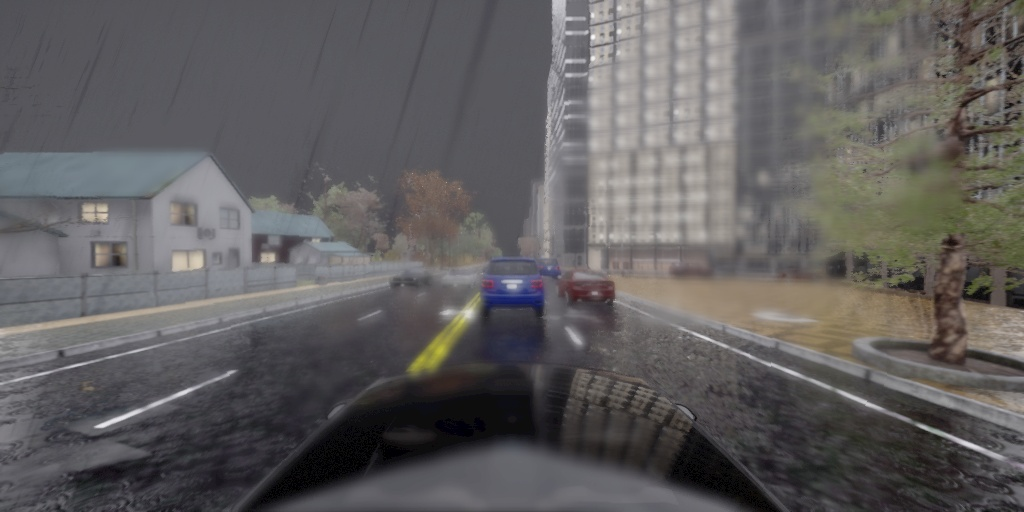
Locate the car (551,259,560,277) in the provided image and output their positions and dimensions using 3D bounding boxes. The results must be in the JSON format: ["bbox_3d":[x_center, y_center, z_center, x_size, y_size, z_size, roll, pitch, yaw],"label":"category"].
[{"bbox_3d":[3.328,1.290,33.199,2.150,2.045,5.566,0,-1,0],"label":"car"}]

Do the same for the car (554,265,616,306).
[{"bbox_3d":[3.332,1.374,16.601,1.882,1.535,5.008,0,-1,0],"label":"car"}]

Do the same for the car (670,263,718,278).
[{"bbox_3d":[22.991,1.851,45.973,5.009,1.841,2.192,0,0,20],"label":"car"}]

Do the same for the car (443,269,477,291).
[{"bbox_3d":[-3.360,1.576,24.307,1.895,1.301,4.718,0,-1,0],"label":"car"}]

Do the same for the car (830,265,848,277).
[{"bbox_3d":[38.963,1.926,40.133,5.009,1.841,2.192,0,0,20],"label":"car"}]

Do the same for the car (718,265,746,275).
[{"bbox_3d":[31.021,1.984,51.427,4.403,1.370,2.007,0,0,20],"label":"car"}]

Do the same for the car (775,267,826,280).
[{"bbox_3d":[33.639,2.131,42.079,4.507,1.381,1.888,0,0,20],"label":"car"}]

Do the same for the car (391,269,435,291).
[{"bbox_3d":[-6.610,1.576,24.299,1.895,1.301,4.718,0,-1,0],"label":"car"}]

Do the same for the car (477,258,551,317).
[{"bbox_3d":[0.074,1.093,13.929,2.150,2.045,5.566,0,0,0],"label":"car"}]
